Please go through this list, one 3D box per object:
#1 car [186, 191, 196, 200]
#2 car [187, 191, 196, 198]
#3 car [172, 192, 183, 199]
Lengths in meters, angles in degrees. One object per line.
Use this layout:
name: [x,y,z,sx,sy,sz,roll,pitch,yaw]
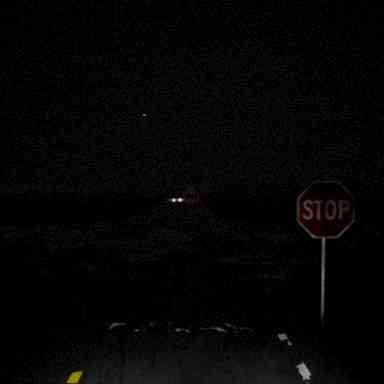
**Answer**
car: [-0.127,0.649,61.060,2.128,1.511,4.902,0,1,0]
car: [-0.148,0.452,71.096,1.812,1.442,4.674,0,1,0]
car: [-2.888,0.654,66.086,1.994,1.385,4.181,0,1,0]
